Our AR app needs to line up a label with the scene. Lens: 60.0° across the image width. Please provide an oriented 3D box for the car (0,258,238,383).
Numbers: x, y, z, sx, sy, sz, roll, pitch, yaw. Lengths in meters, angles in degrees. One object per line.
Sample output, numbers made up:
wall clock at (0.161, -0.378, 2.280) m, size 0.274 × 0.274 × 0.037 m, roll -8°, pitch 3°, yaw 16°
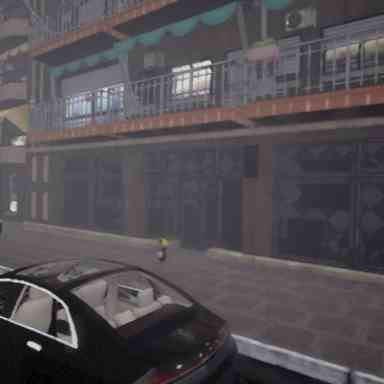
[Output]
car at (-1.604, 1.503, 4.006) m, size 4.403 × 1.369 × 2.008 m, roll 1°, pitch 1°, yaw 36°
